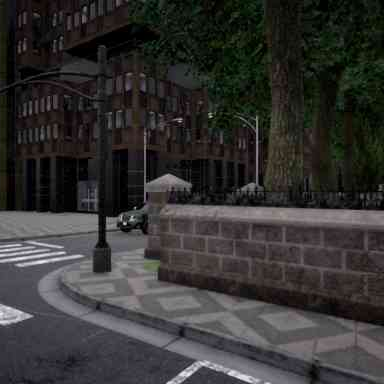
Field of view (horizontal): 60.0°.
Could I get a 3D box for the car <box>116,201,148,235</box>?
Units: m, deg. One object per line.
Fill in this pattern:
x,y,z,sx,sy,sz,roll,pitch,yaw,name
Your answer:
-2.385,1.583,22.008,2.150,2.045,5.566,0,-1,35,car
